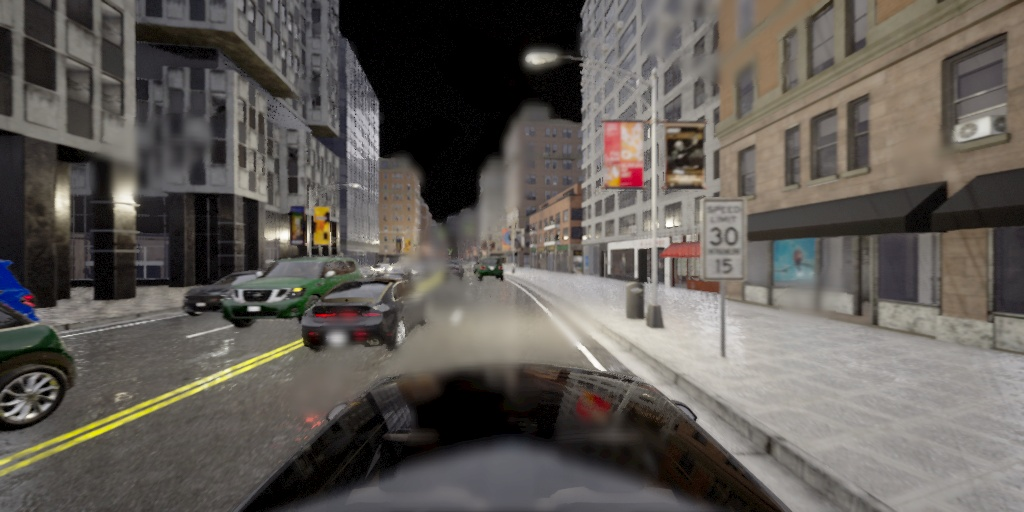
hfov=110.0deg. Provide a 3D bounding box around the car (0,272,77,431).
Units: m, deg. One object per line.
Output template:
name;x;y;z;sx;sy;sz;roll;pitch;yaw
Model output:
car;-6.653;1.125;2.591;2.097;1.767;4.553;0;0;-1

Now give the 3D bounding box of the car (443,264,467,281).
car;-5.295;1.450;33.141;1.837;1.490;4.892;0;0;-7

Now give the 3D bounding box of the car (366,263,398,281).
car;-11.885;1.412;33.132;1.812;1.442;4.674;0;0;-8

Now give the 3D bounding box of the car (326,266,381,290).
car;-11.132;1.467;25.639;2.033;1.411;5.357;0;0;-6

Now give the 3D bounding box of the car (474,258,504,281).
car;-2.047;1.156;33.009;2.150;2.045;5.566;0;0;-8

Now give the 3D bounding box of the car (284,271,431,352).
car;-3.326;1.303;9.087;1.837;1.490;4.892;0;0;-2

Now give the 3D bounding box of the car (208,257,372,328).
car;-6.900;1.048;12.169;2.150;2.045;5.566;0;0;-3

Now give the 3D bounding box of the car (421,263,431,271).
car;-8.664;1.400;33.566;2.128;1.511;4.902;0;0;-8

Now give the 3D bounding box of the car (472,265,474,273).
car;-4.141;1.537;47.476;1.837;1.490;4.892;0;0;-8

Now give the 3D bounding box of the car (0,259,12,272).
car;-9.912;1.013;4.316;2.150;2.045;5.566;0;0;-1

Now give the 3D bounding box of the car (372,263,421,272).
car;-7.709;1.389;23.765;2.128;1.511;4.902;0;0;-5

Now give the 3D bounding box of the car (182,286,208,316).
car;-10.256;1.326;14.162;1.882;1.535;5.008;0;0;-3
